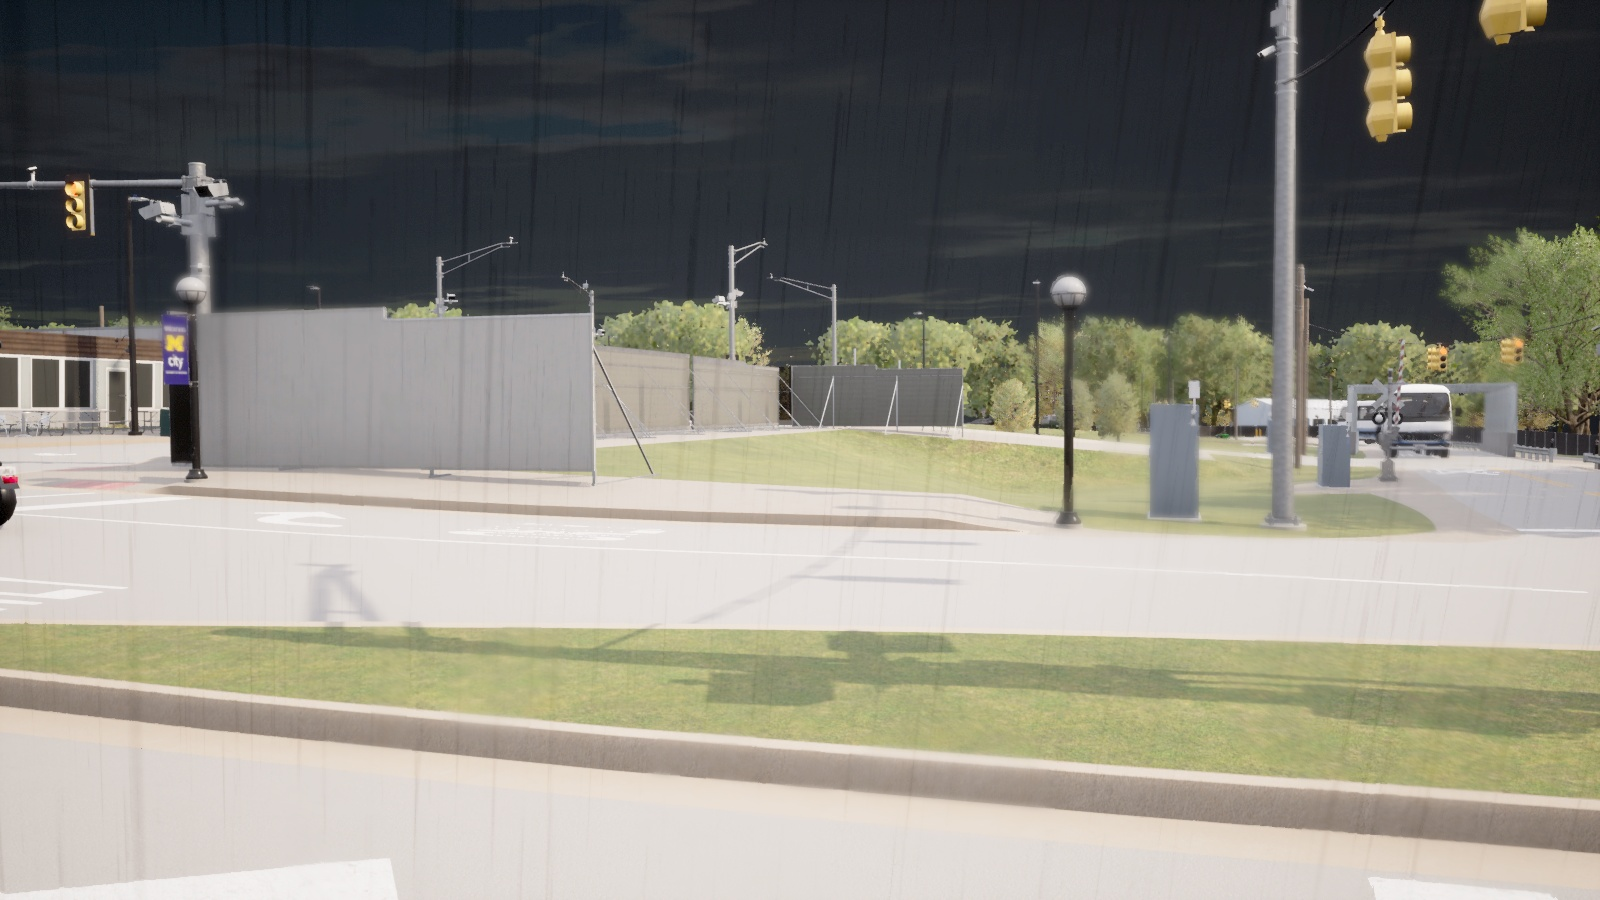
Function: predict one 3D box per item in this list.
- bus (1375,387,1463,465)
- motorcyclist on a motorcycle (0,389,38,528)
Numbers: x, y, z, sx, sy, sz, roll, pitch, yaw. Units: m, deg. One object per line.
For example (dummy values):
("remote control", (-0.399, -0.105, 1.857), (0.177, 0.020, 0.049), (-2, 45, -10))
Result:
("bus", (36.214, -1.413, 73.813), (3.944, 4.253, 10.273), (1, 1, 23))
("motorcyclist on a motorcycle", (-10.607, 0.053, 15.367), (2.350, 1.649, 0.766), (2, 2, 15))
